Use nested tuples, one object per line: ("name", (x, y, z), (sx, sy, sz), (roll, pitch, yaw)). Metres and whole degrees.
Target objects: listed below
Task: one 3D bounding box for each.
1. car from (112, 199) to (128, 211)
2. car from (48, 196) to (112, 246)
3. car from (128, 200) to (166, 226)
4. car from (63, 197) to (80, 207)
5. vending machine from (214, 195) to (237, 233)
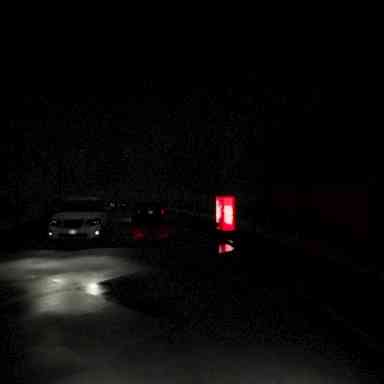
("car", (-9.117, 1.596, 41.908), (2.033, 1.411, 5.357), (0, 0, -23))
("car", (-5.251, 1.245, 16.027), (2.150, 2.045, 5.566), (0, 0, -10))
("car", (-3.202, 1.373, 23.921), (2.097, 1.767, 4.553), (0, 0, -13))
("car", (-20.217, 1.614, 55.497), (1.812, 1.442, 4.674), (0, 0, -31))
("vending machine", (1.926, 1.200, 18.992), (1.100, 2.100, 0.880), (0, 0, -11))
